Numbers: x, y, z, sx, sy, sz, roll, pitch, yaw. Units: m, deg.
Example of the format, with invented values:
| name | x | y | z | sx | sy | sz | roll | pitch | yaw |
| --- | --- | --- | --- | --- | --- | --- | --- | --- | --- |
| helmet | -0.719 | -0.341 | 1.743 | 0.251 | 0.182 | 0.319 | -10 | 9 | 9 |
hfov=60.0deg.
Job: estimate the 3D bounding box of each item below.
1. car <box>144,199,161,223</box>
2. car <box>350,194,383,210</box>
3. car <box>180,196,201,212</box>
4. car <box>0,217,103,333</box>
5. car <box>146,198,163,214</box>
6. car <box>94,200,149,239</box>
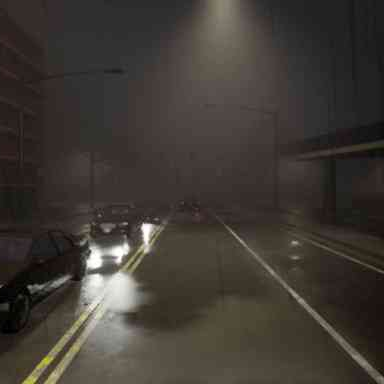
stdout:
| name | x | y | z | sx | sy | sz | roll | pitch | yaw |
| --- | --- | --- | --- | --- | --- | --- | --- | --- | --- |
| car | -3.644 | 1.425 | 24.048 | 1.994 | 1.385 | 4.181 | 0 | 0 | 0 |
| car | 20.051 | 1.086 | 36.673 | 4.611 | 1.667 | 2.242 | 0 | 0 | 1 |
| car | -0.132 | 1.150 | 35.087 | 2.097 | 1.767 | 4.553 | 0 | 0 | 0 |
| car | -3.640 | 1.507 | 6.958 | 2.033 | 1.411 | 5.357 | 0 | 0 | 0 |
| car | -3.728 | 1.316 | 30.344 | 2.128 | 1.511 | 4.902 | 0 | 0 | 0 |
| car | -3.696 | 1.394 | 16.888 | 2.128 | 1.511 | 4.902 | 0 | 0 | 0 |
